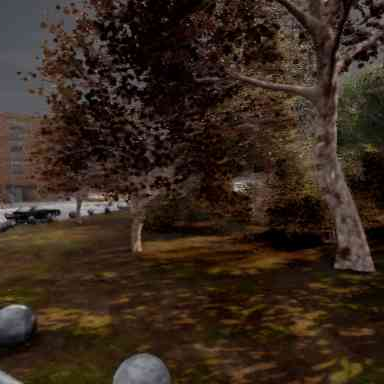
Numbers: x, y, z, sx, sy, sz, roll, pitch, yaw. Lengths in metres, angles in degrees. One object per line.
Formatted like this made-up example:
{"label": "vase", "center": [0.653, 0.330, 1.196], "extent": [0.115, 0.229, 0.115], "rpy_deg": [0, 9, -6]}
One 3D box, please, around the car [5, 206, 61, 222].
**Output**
{"label": "car", "center": [-13.657, 1.884, 29.013], "extent": [1.895, 1.301, 4.718], "rpy_deg": [-1, 1, 18]}

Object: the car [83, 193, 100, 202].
{"label": "car", "center": [-16.644, 0.794, 58.129], "extent": [1.946, 1.575, 5.366], "rpy_deg": [-1, 3, 31]}
